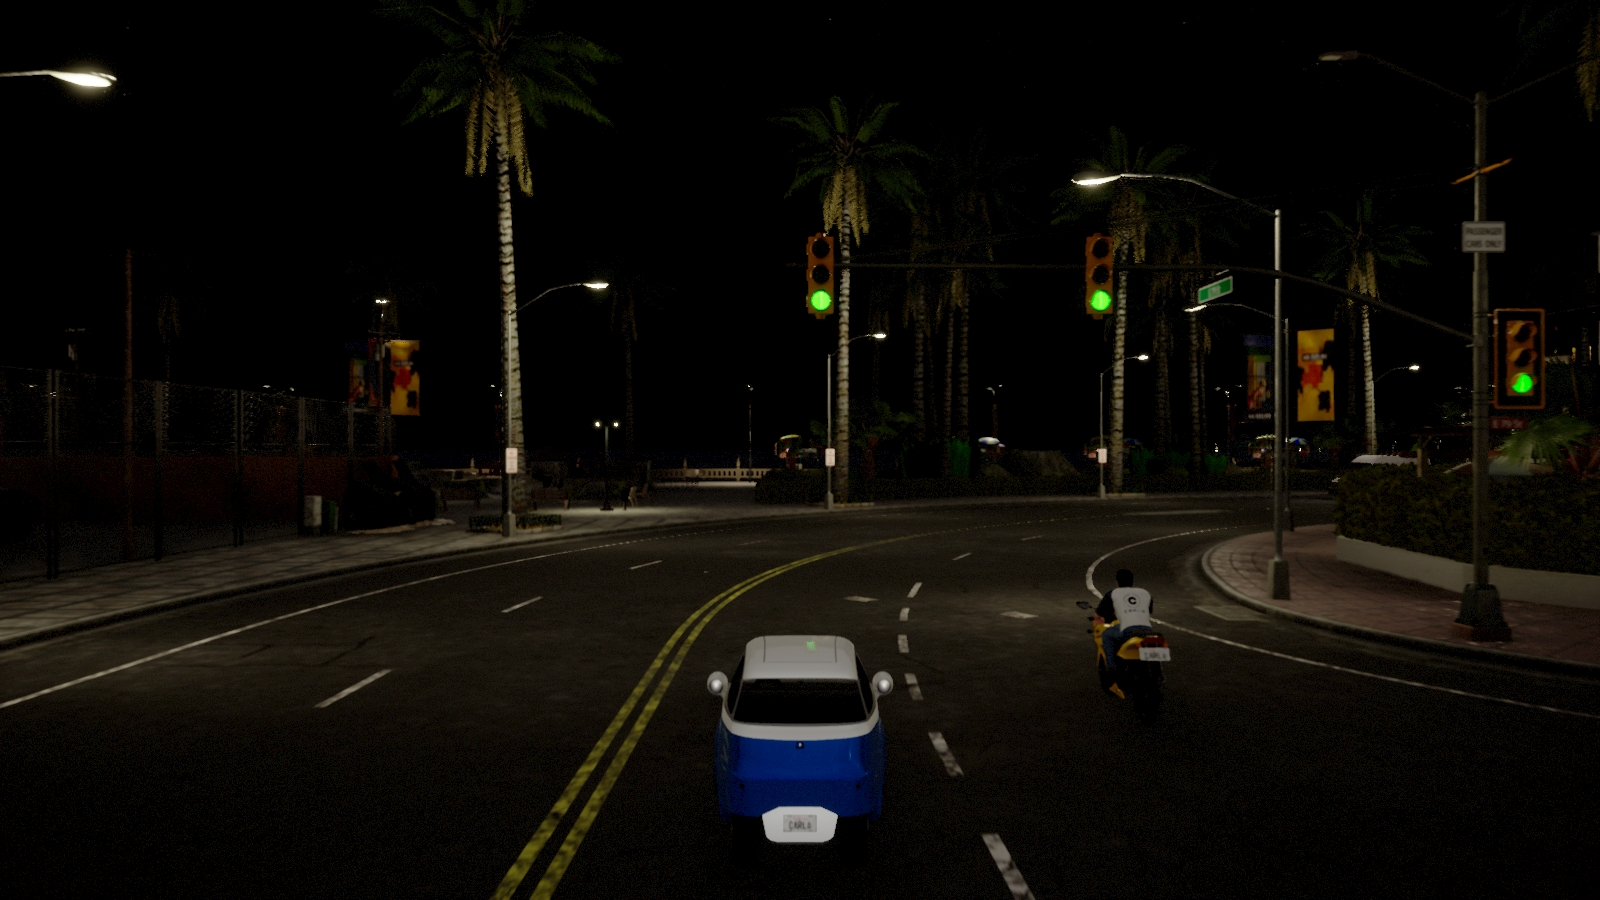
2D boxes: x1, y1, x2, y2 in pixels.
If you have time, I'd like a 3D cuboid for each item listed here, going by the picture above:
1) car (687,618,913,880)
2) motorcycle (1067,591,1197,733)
[{"bbox_3d":[0.002,2.120,8.575,1.481,1.376,2.207,0,0,0],"label":"car"},{"bbox_3d":[3.504,2.213,12.265,0.803,1.145,2.033,0,0,0],"label":"motorcycle"}]
